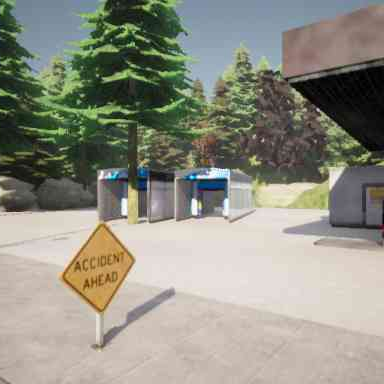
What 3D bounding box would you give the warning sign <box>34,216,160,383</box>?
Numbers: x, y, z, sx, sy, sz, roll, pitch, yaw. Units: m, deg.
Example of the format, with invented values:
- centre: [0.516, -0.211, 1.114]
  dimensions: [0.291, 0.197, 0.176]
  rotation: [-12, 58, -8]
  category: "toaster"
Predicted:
- centre: [-1.269, 1.324, 4.590]
  dimensions: [1.060, 1.860, 1.300]
  rotation: [0, 0, 36]
  category: "warning sign"
